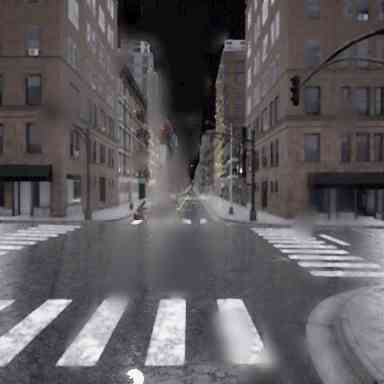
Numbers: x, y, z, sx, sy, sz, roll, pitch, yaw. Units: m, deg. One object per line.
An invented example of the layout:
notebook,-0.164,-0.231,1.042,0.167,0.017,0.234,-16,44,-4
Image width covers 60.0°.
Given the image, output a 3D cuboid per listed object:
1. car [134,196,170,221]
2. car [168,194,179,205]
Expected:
car,-3.007,1.324,24.724,1.812,1.442,4.674,0,2,2
car,-2.902,1.093,48.796,1.812,1.442,4.674,0,2,0
